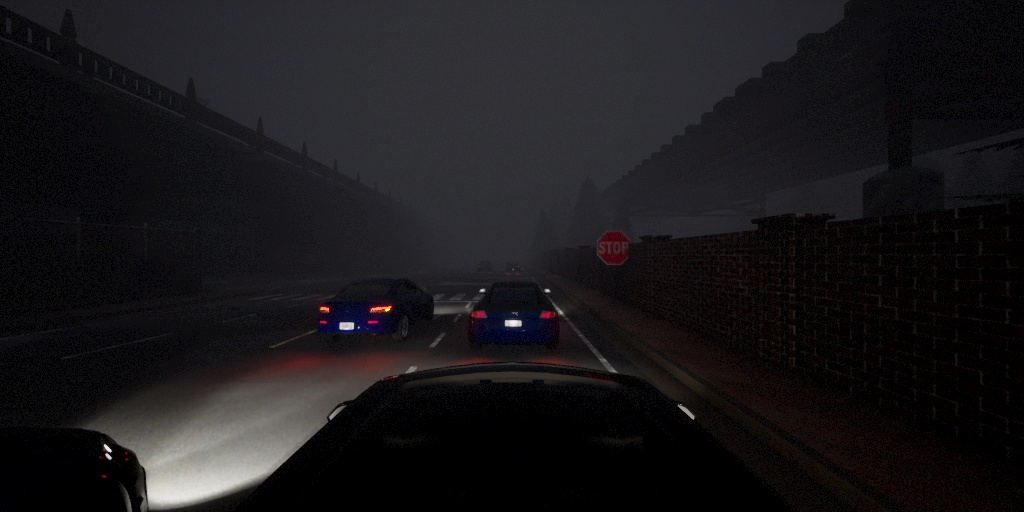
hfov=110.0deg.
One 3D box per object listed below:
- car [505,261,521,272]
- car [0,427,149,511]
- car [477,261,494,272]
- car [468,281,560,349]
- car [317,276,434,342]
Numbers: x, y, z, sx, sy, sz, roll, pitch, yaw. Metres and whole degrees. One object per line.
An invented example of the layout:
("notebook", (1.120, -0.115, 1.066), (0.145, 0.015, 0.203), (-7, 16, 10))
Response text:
("car", (0.104, 1.349, 45.987), (1.895, 1.301, 4.718), (0, 0, -1))
("car", (-3.398, 1.314, 0.595), (1.994, 1.385, 4.181), (0, 0, 0))
("car", (-3.391, 1.295, 45.828), (2.033, 1.411, 5.357), (0, 0, -1))
("car", (0.070, 1.314, 9.169), (1.994, 1.385, 4.181), (0, 0, 1))
("car", (-3.411, 1.275, 9.691), (1.812, 1.442, 4.674), (0, 0, 0))
